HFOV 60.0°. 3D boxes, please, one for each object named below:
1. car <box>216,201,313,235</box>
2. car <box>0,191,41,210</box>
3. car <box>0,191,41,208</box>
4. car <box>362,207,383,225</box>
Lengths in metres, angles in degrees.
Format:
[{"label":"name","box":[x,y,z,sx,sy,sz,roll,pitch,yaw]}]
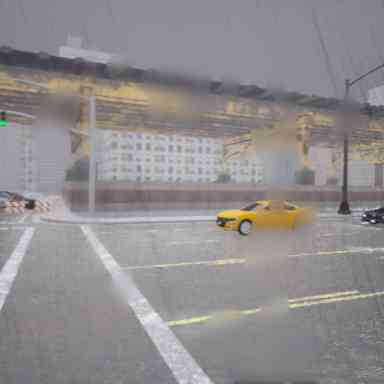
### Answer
[{"label":"car","box":[3.624,1.189,16.472,5.008,1.535,1.882,0,1,-21]},{"label":"car","box":[-14.945,0.712,27.136,4.974,1.542,2.038,1,1,7]},{"label":"car","box":[-14.995,0.553,27.140,4.536,1.218,1.853,1,1,7]},{"label":"car","box":[12.879,1.311,20.035,5.357,1.411,2.033,0,1,-21]}]
